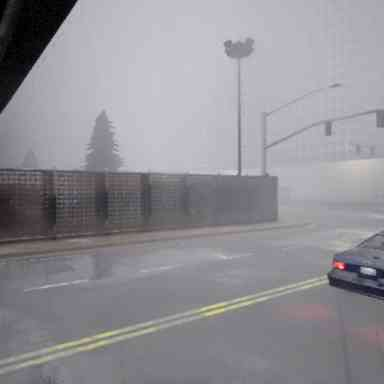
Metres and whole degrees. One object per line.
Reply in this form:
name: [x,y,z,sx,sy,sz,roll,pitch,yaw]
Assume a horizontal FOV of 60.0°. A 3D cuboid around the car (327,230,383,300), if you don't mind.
car: [5.320,1.507,7.598,5.357,1.411,2.033,0,0,-35]
